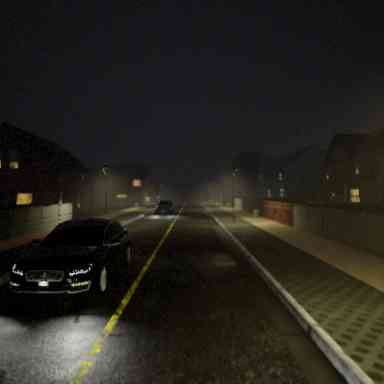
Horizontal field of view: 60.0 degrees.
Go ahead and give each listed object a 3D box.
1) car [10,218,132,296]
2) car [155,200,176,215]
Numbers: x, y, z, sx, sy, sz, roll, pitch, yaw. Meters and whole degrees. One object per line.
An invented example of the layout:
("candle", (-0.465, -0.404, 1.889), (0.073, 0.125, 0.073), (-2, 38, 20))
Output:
("car", (-2.836, 1.510, 8.808), (1.837, 1.490, 4.892), (0, 0, 0))
("car", (-2.759, 1.587, 34.601), (1.812, 1.442, 4.674), (0, 0, 0))
